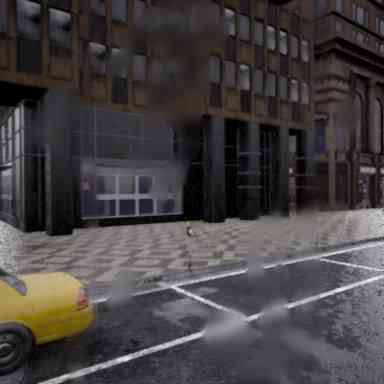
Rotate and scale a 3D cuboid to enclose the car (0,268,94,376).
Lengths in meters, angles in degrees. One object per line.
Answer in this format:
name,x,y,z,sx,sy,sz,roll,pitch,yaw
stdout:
car,-3.717,1.531,3.996,4.829,1.417,1.752,-1,0,-36
